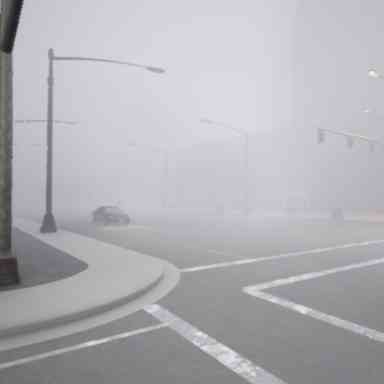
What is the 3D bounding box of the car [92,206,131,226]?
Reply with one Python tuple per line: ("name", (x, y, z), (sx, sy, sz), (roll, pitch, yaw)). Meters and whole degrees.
("car", (-6.573, 1.858, 26.614), (1.812, 1.442, 4.674), (1, -1, -36))
